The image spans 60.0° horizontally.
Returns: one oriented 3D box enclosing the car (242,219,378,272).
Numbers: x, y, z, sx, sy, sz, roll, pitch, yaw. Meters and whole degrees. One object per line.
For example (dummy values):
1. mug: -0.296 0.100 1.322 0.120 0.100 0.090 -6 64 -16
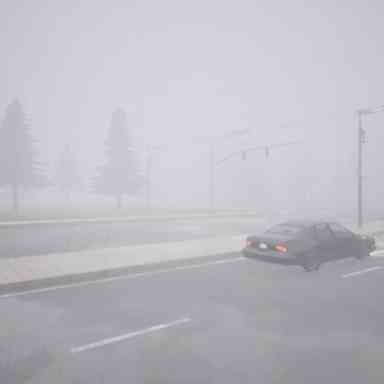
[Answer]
1. car: 4.107 1.641 11.187 5.357 1.411 2.033 0 -1 -36
